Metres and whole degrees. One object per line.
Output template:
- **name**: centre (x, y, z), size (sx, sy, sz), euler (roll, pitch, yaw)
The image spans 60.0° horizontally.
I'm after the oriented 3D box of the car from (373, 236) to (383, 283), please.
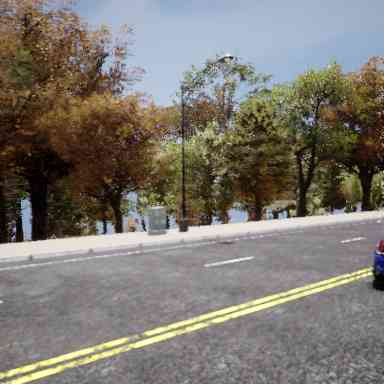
- **car**: centre (6.403, 1.247, 8.033), size (4.553, 1.767, 2.097), euler (-1, 1, -35)
